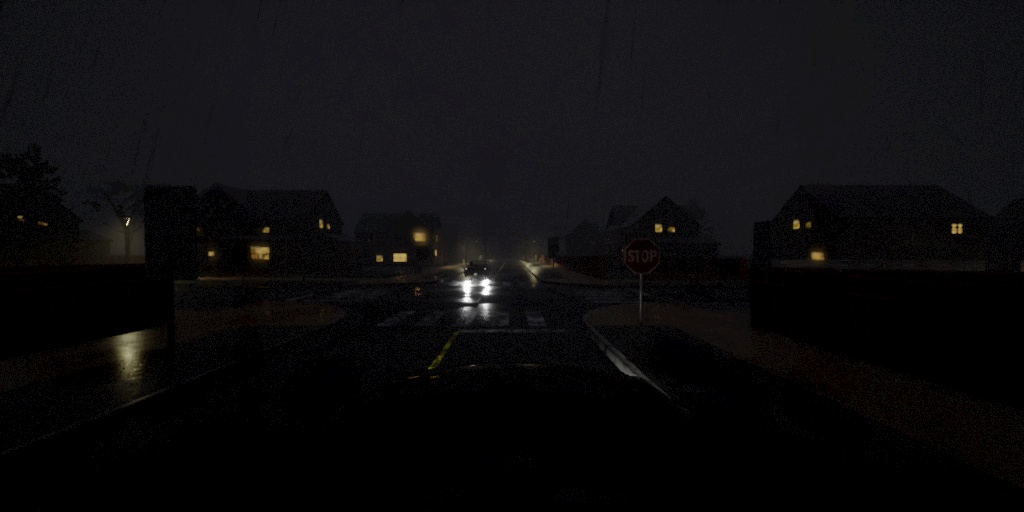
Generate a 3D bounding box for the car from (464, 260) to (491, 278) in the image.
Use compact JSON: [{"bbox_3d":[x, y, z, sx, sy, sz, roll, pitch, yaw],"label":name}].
[{"bbox_3d":[-2.763,1.042,29.353,1.895,1.301,4.718,0,1,0],"label":"car"}]
